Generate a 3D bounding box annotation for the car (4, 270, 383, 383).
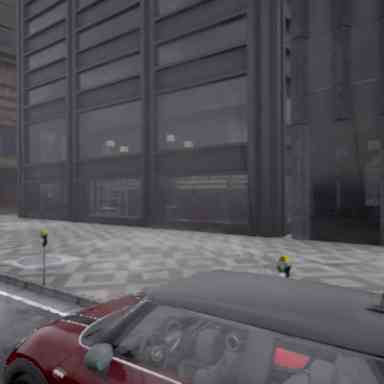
[{"bbox_3d":[0.145,1.446,2.861,4.097,1.590,1.967,0,0,36],"label":"car"}]
